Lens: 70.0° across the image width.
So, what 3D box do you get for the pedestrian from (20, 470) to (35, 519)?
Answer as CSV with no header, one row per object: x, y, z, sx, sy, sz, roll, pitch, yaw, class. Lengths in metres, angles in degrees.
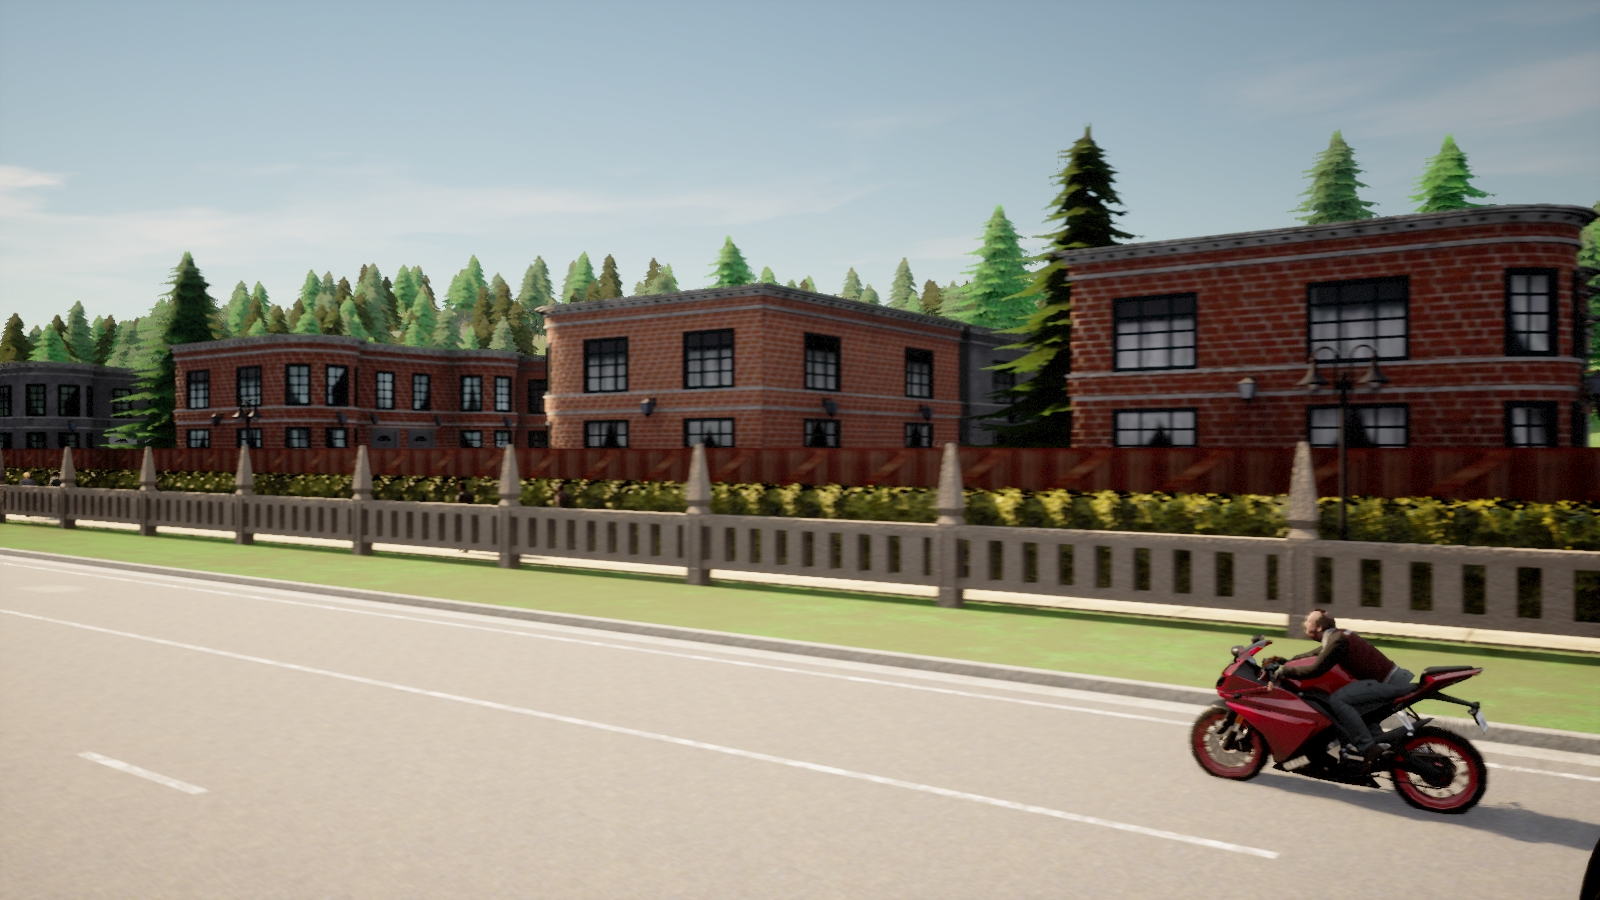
-29.624,1.696,43.819,0.375,1.860,0.375,0,0,35,pedestrian

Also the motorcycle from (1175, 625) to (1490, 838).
4.305,2.205,9.316,2.209,1.251,0.867,0,0,35,motorcycle

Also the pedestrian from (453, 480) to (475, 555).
-8.500,1.697,28.897,0.375,1.860,0.375,0,0,35,pedestrian

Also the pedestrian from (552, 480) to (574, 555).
-5.966,1.698,28.740,0.375,1.860,0.375,0,0,32,pedestrian

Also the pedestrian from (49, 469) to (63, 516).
-29.737,1.697,45.668,0.375,1.860,0.375,0,0,35,pedestrian
